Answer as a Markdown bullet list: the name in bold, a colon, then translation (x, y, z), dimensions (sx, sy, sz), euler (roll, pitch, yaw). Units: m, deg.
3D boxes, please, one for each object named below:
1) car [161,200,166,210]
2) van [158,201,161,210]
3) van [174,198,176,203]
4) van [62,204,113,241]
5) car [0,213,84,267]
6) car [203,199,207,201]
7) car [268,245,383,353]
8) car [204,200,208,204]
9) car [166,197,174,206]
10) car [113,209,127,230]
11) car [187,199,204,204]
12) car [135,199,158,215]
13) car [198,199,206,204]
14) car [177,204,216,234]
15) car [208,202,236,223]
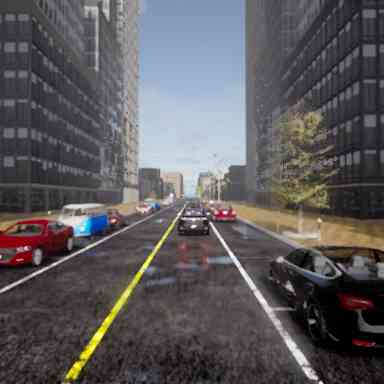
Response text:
- **car**: translation (-5.677, 2.121, 51.813), dimensions (1.947, 1.339, 4.313), euler (0, -1, 0)
- **van**: translation (-5.677, 1.836, 46.123), dimensions (1.690, 1.788, 3.998), euler (0, -1, 0)
- **van**: translation (-5.669, 2.248, 85.966), dimensions (1.690, 1.788, 3.998), euler (0, -1, 0)
- **van**: translation (-5.683, 1.535, 17.664), dimensions (1.690, 1.788, 3.998), euler (0, -1, 0)
- **car**: translation (-5.685, 1.677, 11.970), dimensions (1.887, 1.381, 4.507), euler (0, -1, 0)
- **car**: translation (2.703, 2.022, 46.275), dimensions (1.752, 1.417, 4.829), euler (0, -1, 0)
- **car**: translation (2.695, 1.636, 6.263), dimensions (1.947, 1.339, 4.313), euler (0, -1, 0)
- **car**: translation (2.701, 2.017, 40.412), dimensions (1.802, 1.307, 4.206), euler (0, -1, 0)
- **car**: translation (-5.672, 2.314, 74.410), dimensions (1.752, 1.417, 4.829), euler (0, -1, 0)
- **car**: translation (-5.683, 1.837, 23.353), dimensions (1.802, 1.307, 4.206), euler (0, -1, 0)
- **car**: translation (0.107, 1.923, 38.762), dimensions (1.837, 1.490, 4.892), euler (0, -1, 0)
- **car**: translation (-5.679, 1.876, 40.430), dimensions (1.967, 1.590, 4.097), euler (0, -1, 0)
- **car**: translation (2.711, 2.515, 91.637), dimensions (2.008, 1.369, 4.403), euler (0, -1, 0)
- **car**: translation (0.103, 1.717, 20.657), dimensions (2.128, 1.511, 4.902), euler (0, -1, 0)
- **car**: translation (2.700, 1.755, 29.030), dimensions (1.967, 1.590, 4.097), euler (0, -1, 0)
